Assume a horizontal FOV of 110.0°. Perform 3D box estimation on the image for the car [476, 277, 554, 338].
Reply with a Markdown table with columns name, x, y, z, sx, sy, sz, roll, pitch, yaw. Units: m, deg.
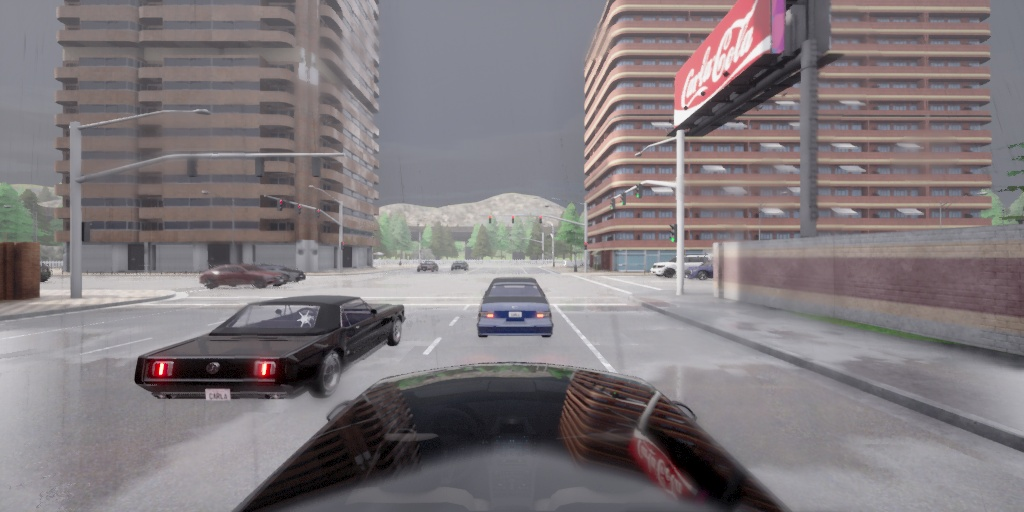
| name | x | y | z | sx | sy | sz | roll | pitch | yaw |
| --- | --- | --- | --- | --- | --- | --- | --- | --- | --- |
| car | 0.065 | 1.297 | 10.176 | 2.033 | 1.411 | 5.357 | 0 | 0 | 0 |

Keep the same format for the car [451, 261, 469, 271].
| name | x | y | z | sx | sy | sz | roll | pitch | yaw |
| --- | --- | --- | --- | --- | --- | --- | --- | --- | --- |
| car | -7.141 | 1.314 | 49.394 | 1.994 | 1.385 | 4.181 | 0 | 0 | 1 |

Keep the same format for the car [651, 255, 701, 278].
| name | x | y | z | sx | sy | sz | roll | pitch | yaw |
| --- | --- | --- | --- | --- | --- | --- | --- | --- | --- |
| car | 15.860 | 0.971 | 33.222 | 5.566 | 2.045 | 2.150 | 0 | 0 | 0 |

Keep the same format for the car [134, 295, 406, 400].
| name | x | y | z | sx | sy | sz | roll | pitch | yaw |
| --- | --- | --- | --- | --- | --- | --- | --- | --- | --- |
| car | -3.450 | 1.351 | 6.453 | 1.895 | 1.301 | 4.718 | 0 | 0 | 0 |

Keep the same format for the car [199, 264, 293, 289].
| name | x | y | z | sx | sy | sz | roll | pitch | yaw |
| --- | --- | --- | --- | --- | --- | --- | --- | --- | --- |
| car | -16.678 | 1.275 | 22.290 | 4.674 | 1.442 | 1.812 | 0 | 0 | 0 |

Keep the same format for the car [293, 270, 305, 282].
| name | x | y | z | sx | sy | sz | roll | pitch | yaw |
| --- | --- | --- | --- | --- | --- | --- | --- | --- | --- |
| car | -17.587 | 1.314 | 26.274 | 4.181 | 1.385 | 1.994 | 0 | 0 | -8 |

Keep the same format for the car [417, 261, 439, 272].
| name | x | y | z | sx | sy | sz | roll | pitch | yaw |
| --- | --- | --- | --- | --- | --- | --- | --- | --- | --- |
| car | -10.654 | 1.314 | 45.574 | 1.994 | 1.385 | 4.181 | 0 | 0 | 1 |

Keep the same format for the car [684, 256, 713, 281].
| name | x | y | z | sx | sy | sz | roll | pitch | yaw |
| --- | --- | --- | --- | --- | --- | --- | --- | --- | --- |
| car | 16.701 | 1.102 | 29.727 | 4.553 | 1.767 | 2.097 | 0 | 0 | 0 |

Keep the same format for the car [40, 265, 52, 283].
| name | x | y | z | sx | sy | sz | roll | pitch | yaw |
| --- | --- | --- | --- | --- | --- | --- | --- | --- | --- |
| car | -36.734 | 0.972 | 25.644 | 5.566 | 2.045 | 2.150 | 0 | 0 | 0 |
